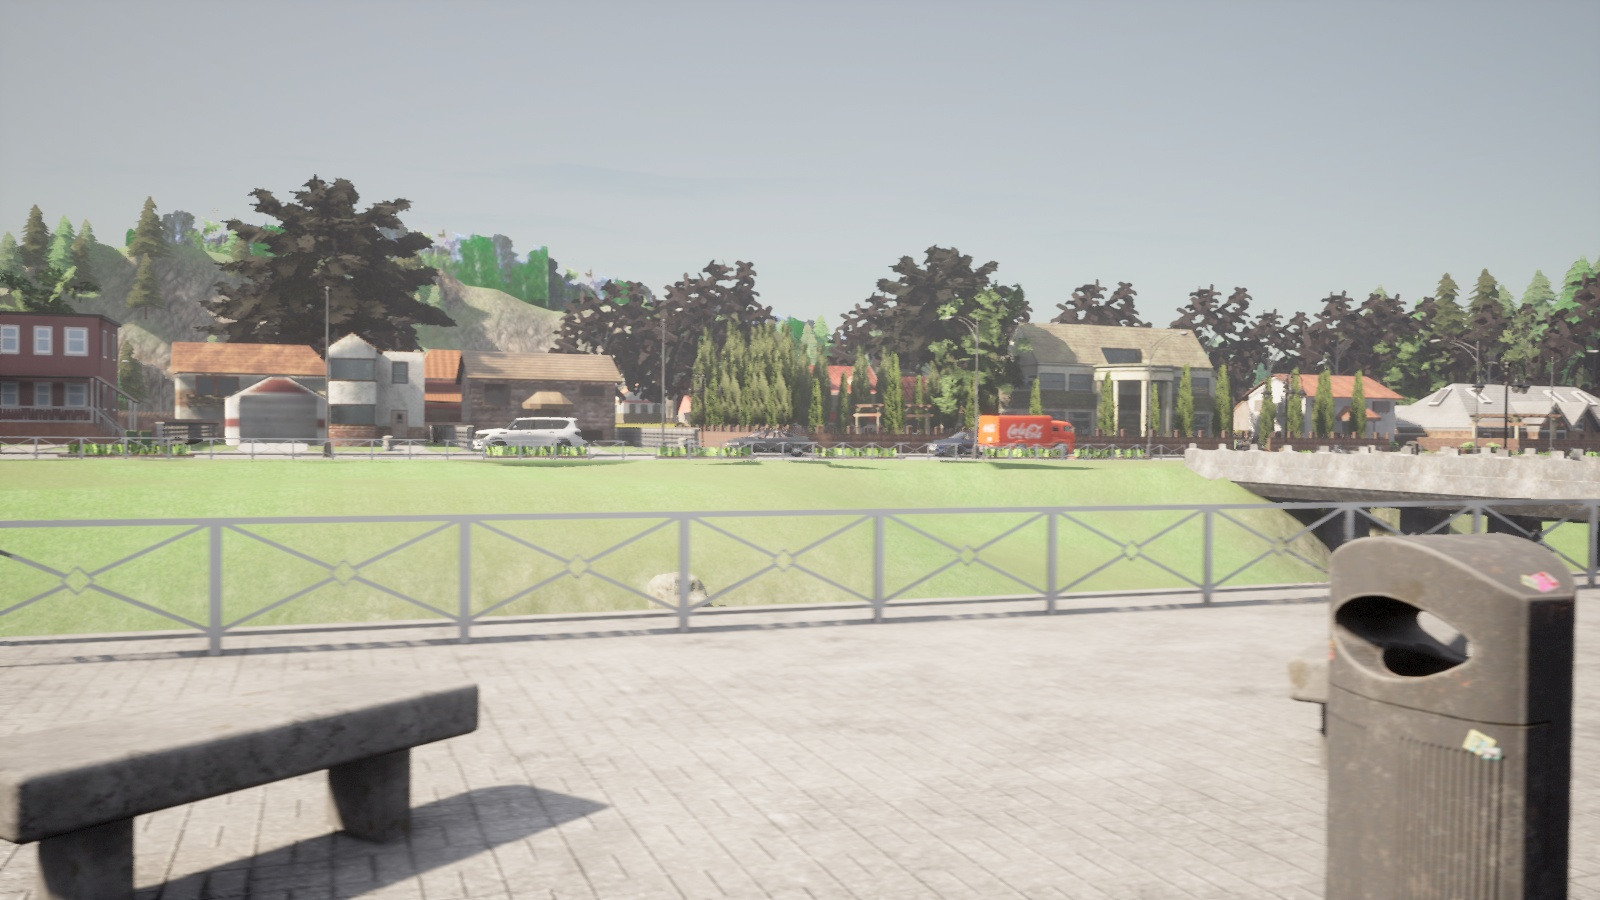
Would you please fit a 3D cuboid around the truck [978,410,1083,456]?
[{"bbox_3d":[12.909,-0.973,70.373,5.204,2.467,2.627,-1,1,-21],"label":"truck"}]

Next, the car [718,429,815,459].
[{"bbox_3d":[-1.832,-0.350,69.064,4.902,1.511,2.128,-1,1,-21],"label":"car"}]

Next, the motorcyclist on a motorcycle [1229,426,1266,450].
[{"bbox_3d":[28.779,-0.791,80.679,2.191,1.530,0.866,-1,1,-21],"label":"motorcyclist on a motorcycle"}]

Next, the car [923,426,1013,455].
[{"bbox_3d":[9.821,-0.574,73.485,4.856,1.649,2.033,-1,1,-21],"label":"car"}]

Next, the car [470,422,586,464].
[{"bbox_3d":[-13.956,-0.381,64.461,5.566,2.045,2.150,-1,1,-21],"label":"car"}]
